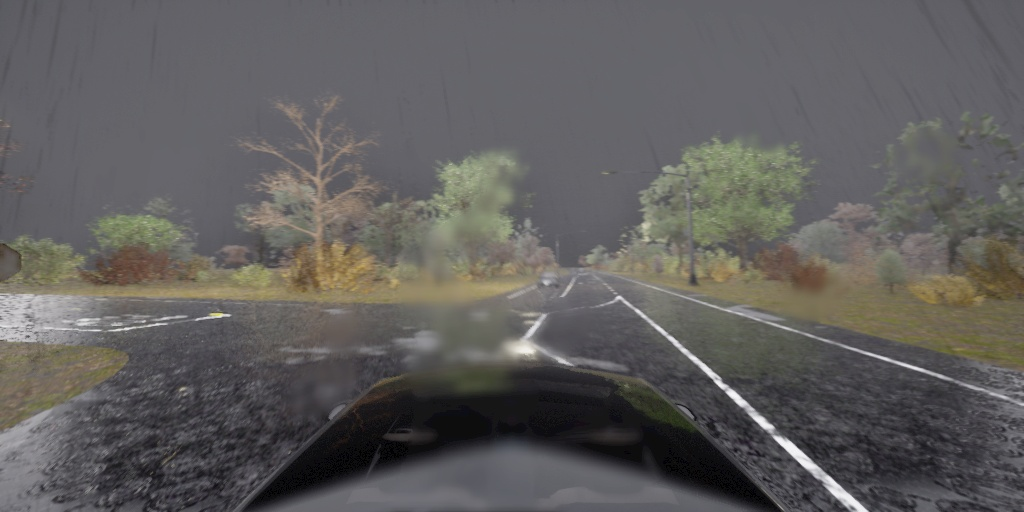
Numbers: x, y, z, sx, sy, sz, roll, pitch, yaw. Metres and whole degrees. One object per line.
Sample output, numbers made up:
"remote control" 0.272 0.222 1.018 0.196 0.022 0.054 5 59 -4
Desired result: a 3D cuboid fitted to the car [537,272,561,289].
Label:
"car" 3.443 2.209 33.057 2.128 1.511 4.902 -2 -2 11
